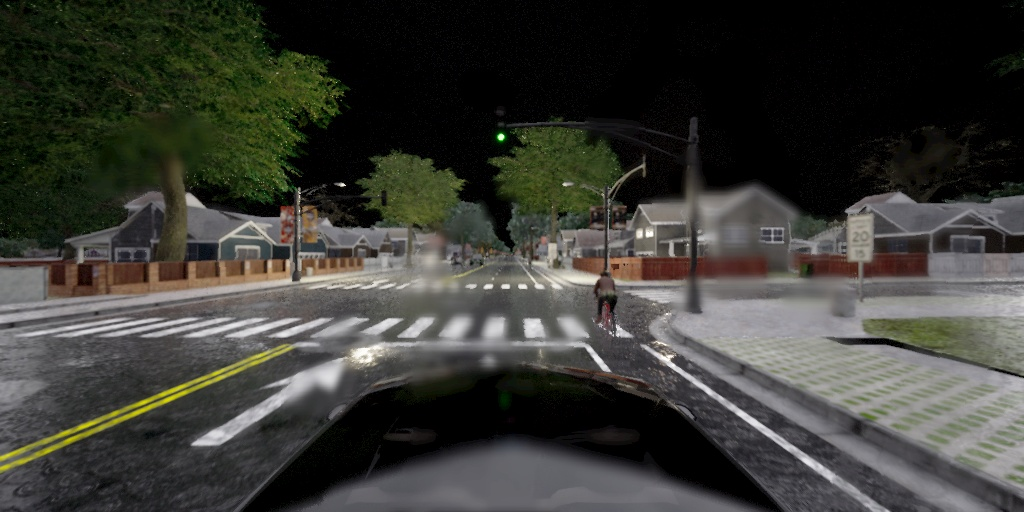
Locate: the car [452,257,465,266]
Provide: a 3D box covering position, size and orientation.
[{"bbox_3d":[-9.587,0.948,64.583,1.837,1.490,4.892,0,0,0],"label":"car"}]

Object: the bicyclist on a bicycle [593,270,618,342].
[{"bbox_3d":[2.268,1.172,8.703,0.582,1.620,1.656,0,0,0],"label":"bicyclist on a bicycle"}]

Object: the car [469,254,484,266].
[{"bbox_3d":[-6.337,0.642,64.544,2.150,2.045,5.566,0,0,0],"label":"car"}]

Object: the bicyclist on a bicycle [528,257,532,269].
[{"bbox_3d":[2.366,0.985,46.699,0.582,1.620,1.656,0,0,0],"label":"bicyclist on a bicycle"}]
